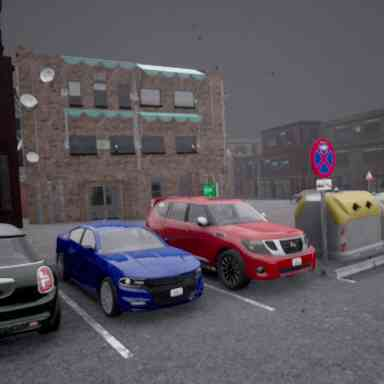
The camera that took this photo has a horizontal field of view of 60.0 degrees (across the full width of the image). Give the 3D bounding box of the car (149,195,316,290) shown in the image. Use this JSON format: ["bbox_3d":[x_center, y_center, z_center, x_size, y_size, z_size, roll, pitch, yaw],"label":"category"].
[{"bbox_3d":[0.667,1.176,9.496,2.435,2.045,5.566,-1,0,-36],"label":"car"}]

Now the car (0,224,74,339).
[{"bbox_3d":[-4.006,1.356,6.108,2.185,1.767,4.553,0,0,-36],"label":"car"}]

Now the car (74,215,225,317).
[{"bbox_3d":[-1.736,1.467,7.798,2.097,1.535,5.008,0,0,-36],"label":"car"}]

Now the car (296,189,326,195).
[{"bbox_3d":[13.773,0.459,39.169,2.097,1.767,4.553,-4,0,-24],"label":"car"}]
